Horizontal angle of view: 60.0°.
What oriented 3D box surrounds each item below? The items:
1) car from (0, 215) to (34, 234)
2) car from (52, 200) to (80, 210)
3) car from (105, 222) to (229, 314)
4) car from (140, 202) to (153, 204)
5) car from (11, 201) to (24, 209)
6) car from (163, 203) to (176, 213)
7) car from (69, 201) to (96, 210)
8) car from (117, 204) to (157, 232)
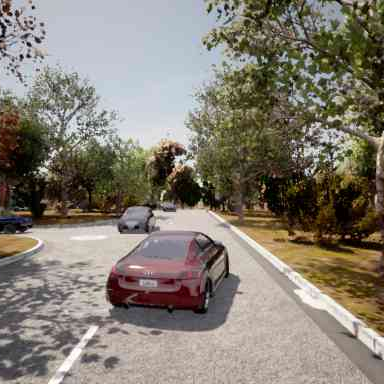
[{"bbox_3d":[-12.553,1.971,20.798,4.718,1.301,1.895,-1,-2,-3],"label":"car"},{"bbox_3d":[-23.775,2.470,62.820,4.553,1.767,2.097,0,-2,1],"label":"car"},{"bbox_3d":[-0.306,1.588,7.817,1.994,1.385,4.181,0,0,13],"label":"car"},{"bbox_3d":[-8.916,2.572,61.654,5.008,1.535,1.882,-1,-3,26],"label":"car"},{"bbox_3d":[-37.140,2.593,70.009,2.150,2.045,5.566,0,-2,-10],"label":"car"},{"bbox_3d":[-3.251,2.259,49.031,2.033,1.411,5.357,0,-1,-3],"label":"car"},{"bbox_3d":[-18.873,2.504,59.480,4.902,1.511,2.128,0,-2,-3],"label":"car"},{"bbox_3d":[-3.393,1.714,20.988,2.128,1.511,4.902,-1,-1,0],"label":"car"}]
